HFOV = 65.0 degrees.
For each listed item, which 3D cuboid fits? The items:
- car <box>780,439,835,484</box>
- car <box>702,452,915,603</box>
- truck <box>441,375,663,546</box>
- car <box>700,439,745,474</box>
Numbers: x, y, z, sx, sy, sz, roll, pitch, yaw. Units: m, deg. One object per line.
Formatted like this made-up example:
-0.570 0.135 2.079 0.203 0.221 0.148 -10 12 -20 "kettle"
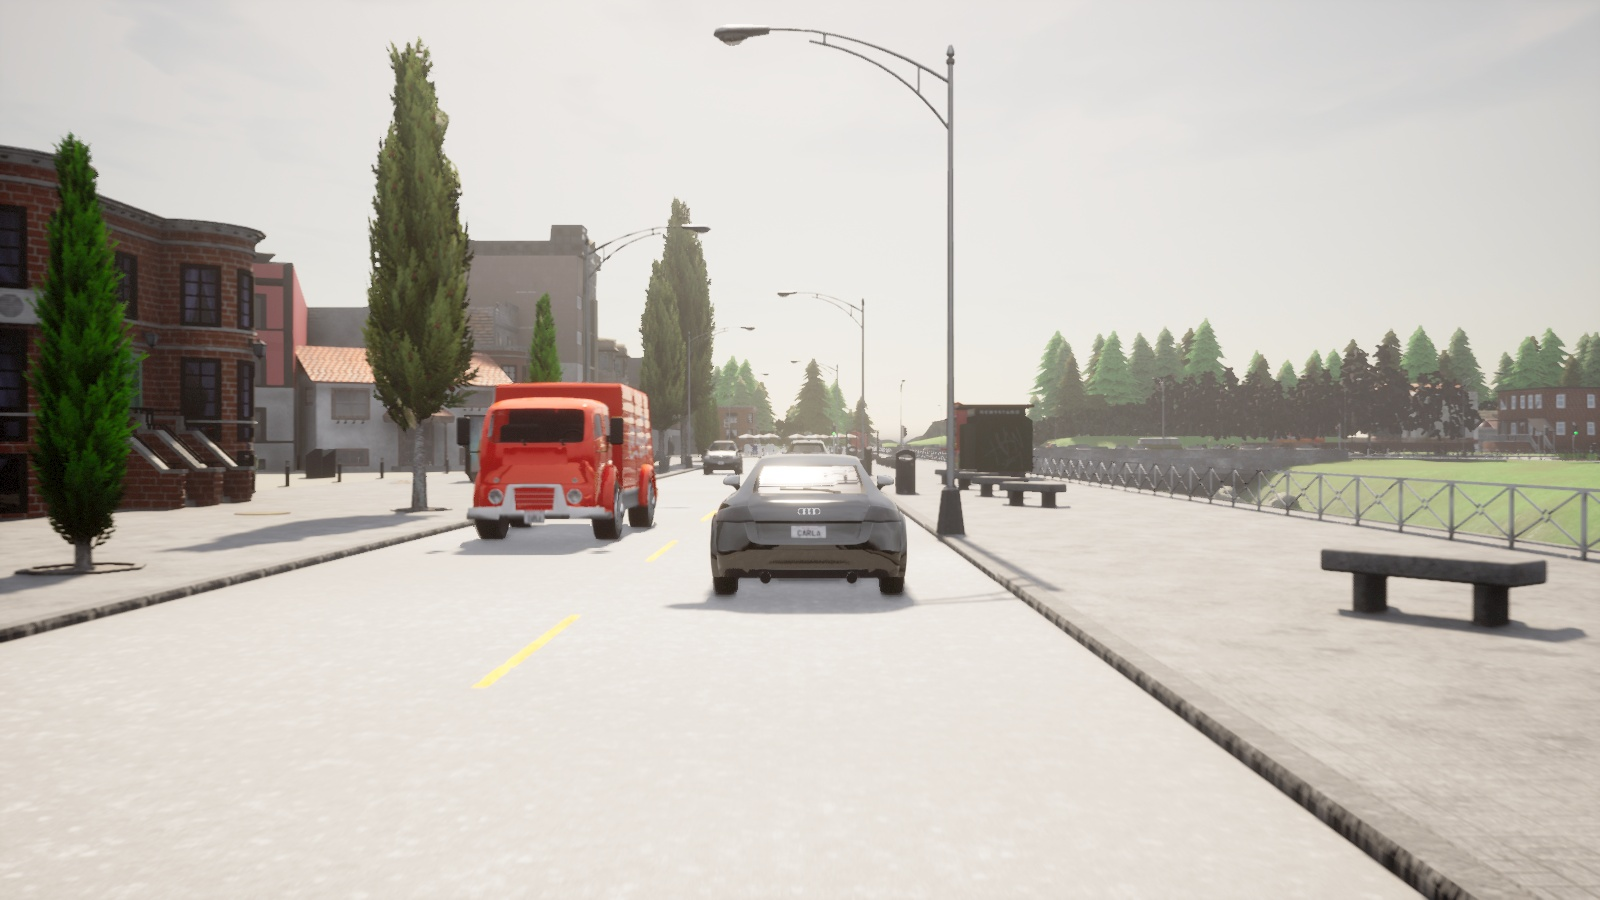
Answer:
0.283 0.405 48.271 2.033 1.649 4.856 0 0 0 "car"
0.092 0.732 13.884 1.994 1.385 4.181 0 0 0 "car"
-3.868 0.140 20.760 2.627 2.467 5.204 0 0 0 "truck"
-3.652 0.305 59.793 1.851 1.617 3.988 0 0 0 "car"
